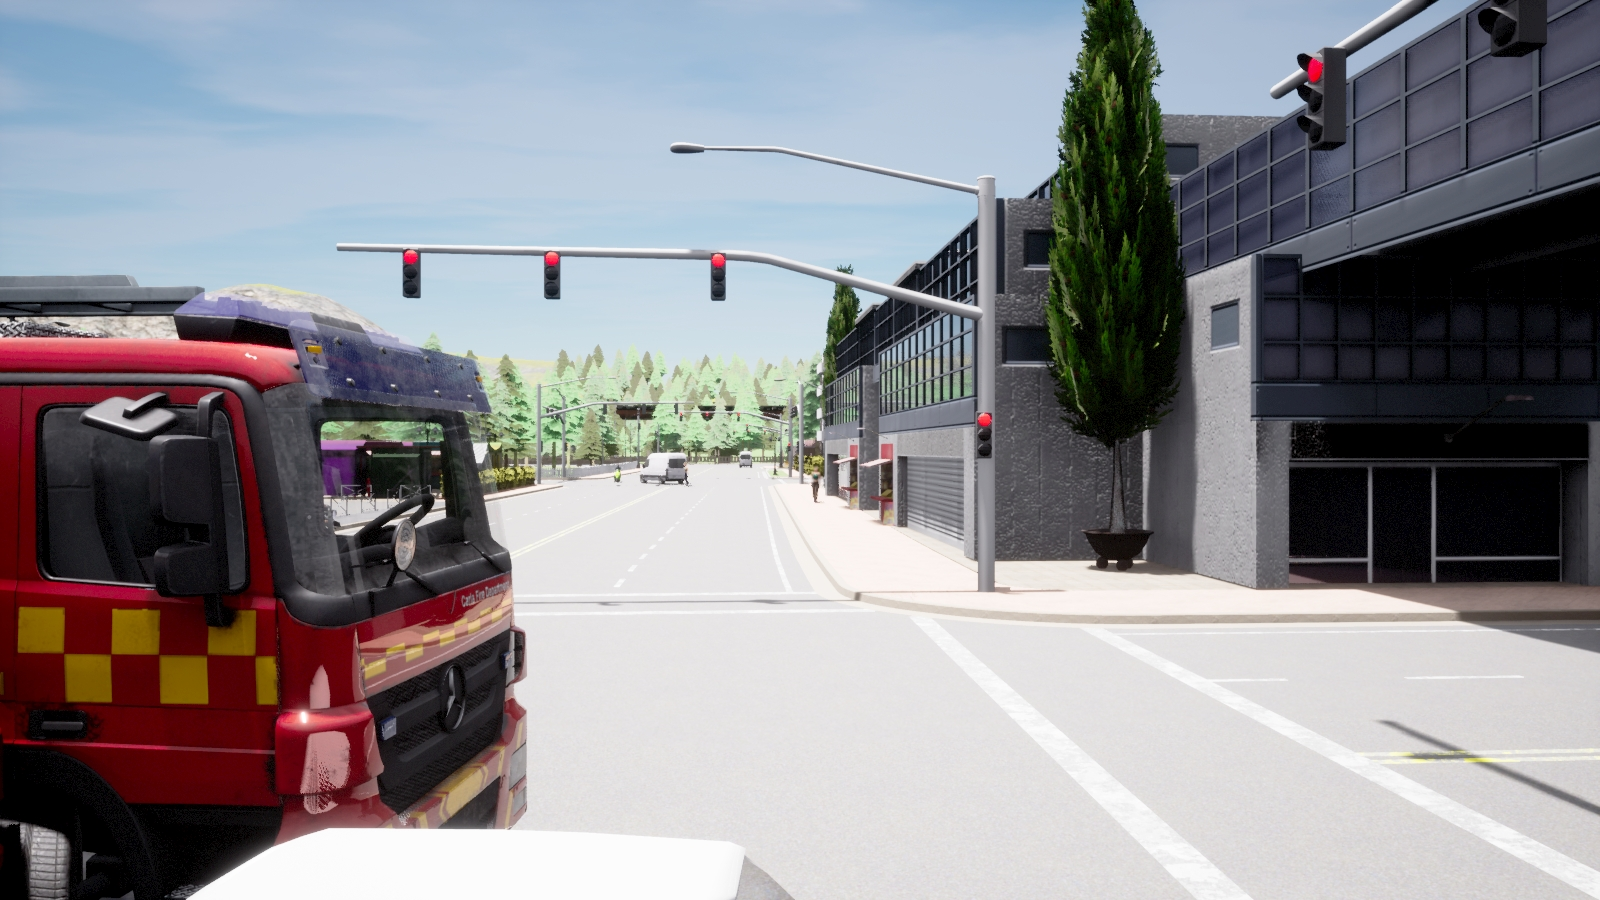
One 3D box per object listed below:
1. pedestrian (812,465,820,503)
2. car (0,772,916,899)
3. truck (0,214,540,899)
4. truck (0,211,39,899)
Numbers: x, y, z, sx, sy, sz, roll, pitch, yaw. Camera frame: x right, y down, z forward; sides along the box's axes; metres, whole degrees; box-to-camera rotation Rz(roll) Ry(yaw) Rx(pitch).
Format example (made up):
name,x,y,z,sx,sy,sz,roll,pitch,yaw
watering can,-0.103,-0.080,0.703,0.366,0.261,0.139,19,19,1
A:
name,x,y,z,sx,sy,sz,roll,pitch,yaw
pedestrian,0.793,1.696,56.399,0.375,1.860,0.375,0,0,0
car,-1.549,2.065,3.579,3.806,1.475,1.970,0,0,5
truck,-6.102,0.890,6.659,8.468,3.827,2.891,0,0,4
truck,-7.587,0.890,3.490,8.468,3.827,2.891,0,0,-3
